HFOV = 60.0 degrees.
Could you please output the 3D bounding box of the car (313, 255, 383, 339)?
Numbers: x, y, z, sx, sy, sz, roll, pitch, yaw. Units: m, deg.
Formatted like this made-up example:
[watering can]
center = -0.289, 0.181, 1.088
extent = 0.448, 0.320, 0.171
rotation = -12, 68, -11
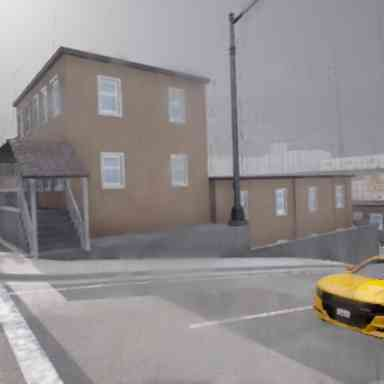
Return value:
[car]
center = 4.796, 2.181, 7.439
extent = 5.008, 1.535, 1.882
rotation = 7, -5, -34
